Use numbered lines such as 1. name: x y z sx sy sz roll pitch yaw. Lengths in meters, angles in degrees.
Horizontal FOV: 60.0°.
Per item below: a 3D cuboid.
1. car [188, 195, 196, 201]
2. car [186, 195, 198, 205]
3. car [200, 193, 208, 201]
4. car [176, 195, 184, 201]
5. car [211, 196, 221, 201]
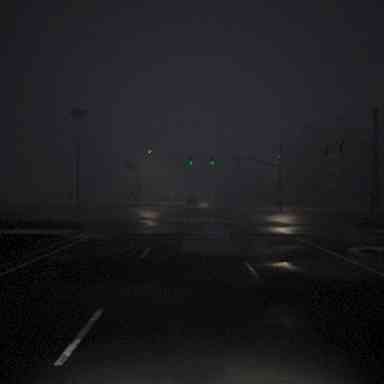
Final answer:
1. car: -0.022 1.607 92.660 2.097 1.767 4.553 0 0 0
2. car: -0.008 1.522 62.450 2.097 1.767 4.553 0 0 0
3. car: 3.479 1.750 92.275 1.837 1.490 4.892 0 0 0
4. car: -3.522 1.847 92.718 1.895 1.301 4.718 0 0 0
5. car: 6.978 1.847 92.723 1.895 1.301 4.718 0 0 0
